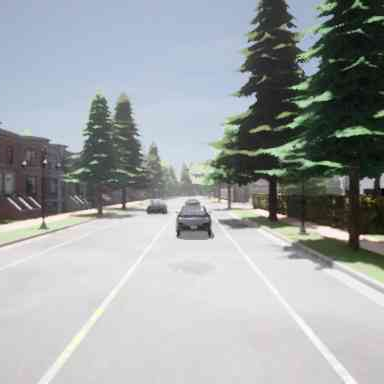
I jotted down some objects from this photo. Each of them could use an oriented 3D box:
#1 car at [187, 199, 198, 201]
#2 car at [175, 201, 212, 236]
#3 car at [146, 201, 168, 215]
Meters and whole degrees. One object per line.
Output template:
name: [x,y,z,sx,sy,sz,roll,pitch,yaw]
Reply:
car: [0.076,1.527,38.210,1.812,1.442,4.674,0,0,0]
car: [0.091,1.492,18.483,2.128,1.511,4.902,0,0,0]
car: [-3.545,1.603,34.453,1.895,1.301,4.718,0,0,0]
